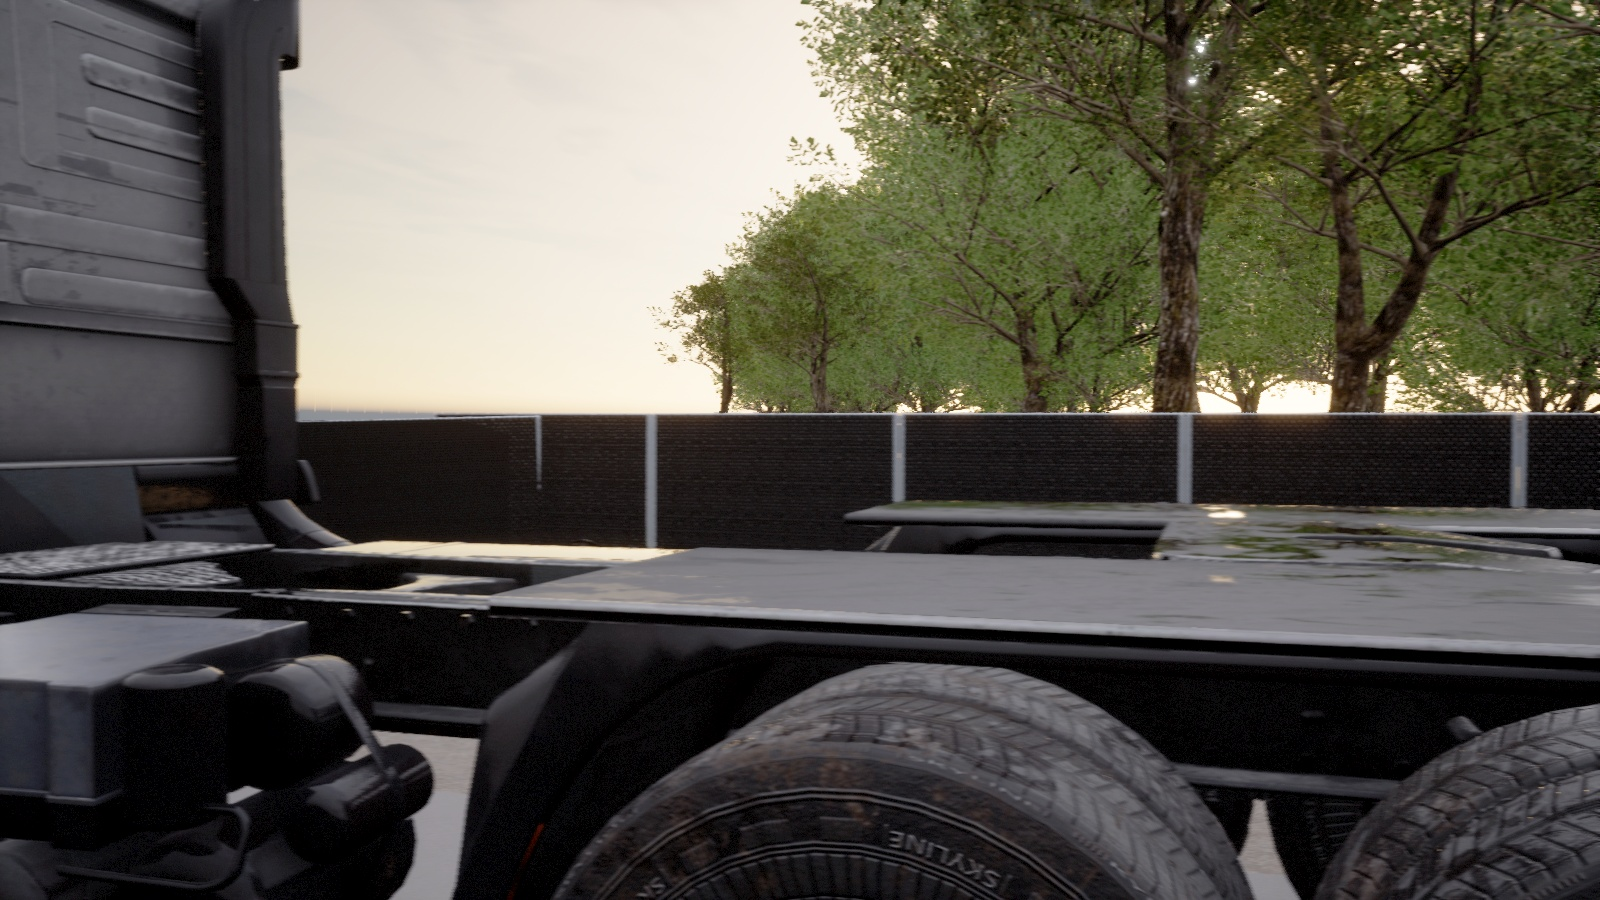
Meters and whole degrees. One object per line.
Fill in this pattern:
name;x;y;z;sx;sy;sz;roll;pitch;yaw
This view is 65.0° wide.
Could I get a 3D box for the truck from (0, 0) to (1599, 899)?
truck;-1.035;-0.216;3.528;7.936;3.462;2.891;1;1;19
